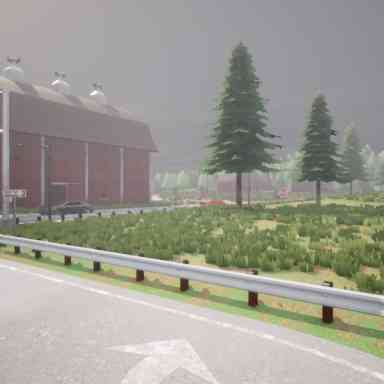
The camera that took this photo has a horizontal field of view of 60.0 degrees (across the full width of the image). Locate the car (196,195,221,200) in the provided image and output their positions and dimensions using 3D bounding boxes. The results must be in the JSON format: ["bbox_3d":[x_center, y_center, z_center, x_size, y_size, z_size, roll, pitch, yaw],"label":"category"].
[{"bbox_3d":[2.765,1.378,49.033,2.097,1.767,4.553,0,0,37],"label":"car"}]

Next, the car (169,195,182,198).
[{"bbox_3d":[-4.305,1.532,85.492,1.816,1.474,4.193,0,0,36],"label":"car"}]

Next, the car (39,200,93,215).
[{"bbox_3d":[-11.301,1.531,30.081,1.837,1.490,4.892,0,0,37],"label":"car"}]
